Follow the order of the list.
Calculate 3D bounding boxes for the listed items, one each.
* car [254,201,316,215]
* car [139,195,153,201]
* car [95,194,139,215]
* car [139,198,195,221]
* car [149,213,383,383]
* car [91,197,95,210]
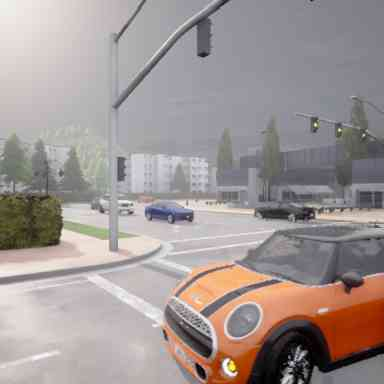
[{"bbox_3d":[7.029,1.477,25.647,1.882,1.535,5.008,0,0,-38],"label":"car"},{"bbox_3d":[-9.288,1.352,68.133,2.097,1.767,4.553,0,0,15],"label":"car"},{"bbox_3d":[-7.702,1.222,33.714,2.150,2.045,5.566,0,0,-31],"label":"car"},{"bbox_3d":[-1.792,1.478,25.376,1.882,1.535,5.008,0,0,-37],"label":"car"},{"bbox_3d":[1.866,1.352,5.049,4.553,1.767,2.097,0,0,-26],"label":"car"},{"bbox_3d":[-11.933,1.352,42.993,2.097,1.767,4.553,0,0,-17],"label":"car"}]
